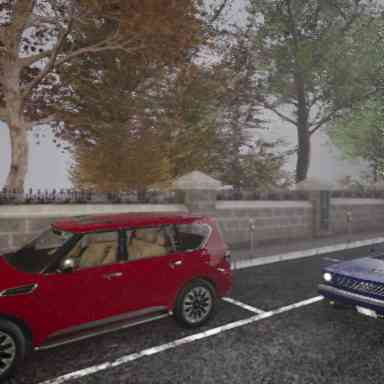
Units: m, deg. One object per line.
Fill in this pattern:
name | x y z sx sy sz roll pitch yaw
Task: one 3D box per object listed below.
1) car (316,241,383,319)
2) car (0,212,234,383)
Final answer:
car | 4.581 1.592 6.564 4.718 1.301 1.895 0 0 -35
car | -1.547 1.313 5.436 5.009 1.841 2.192 0 1 -36
